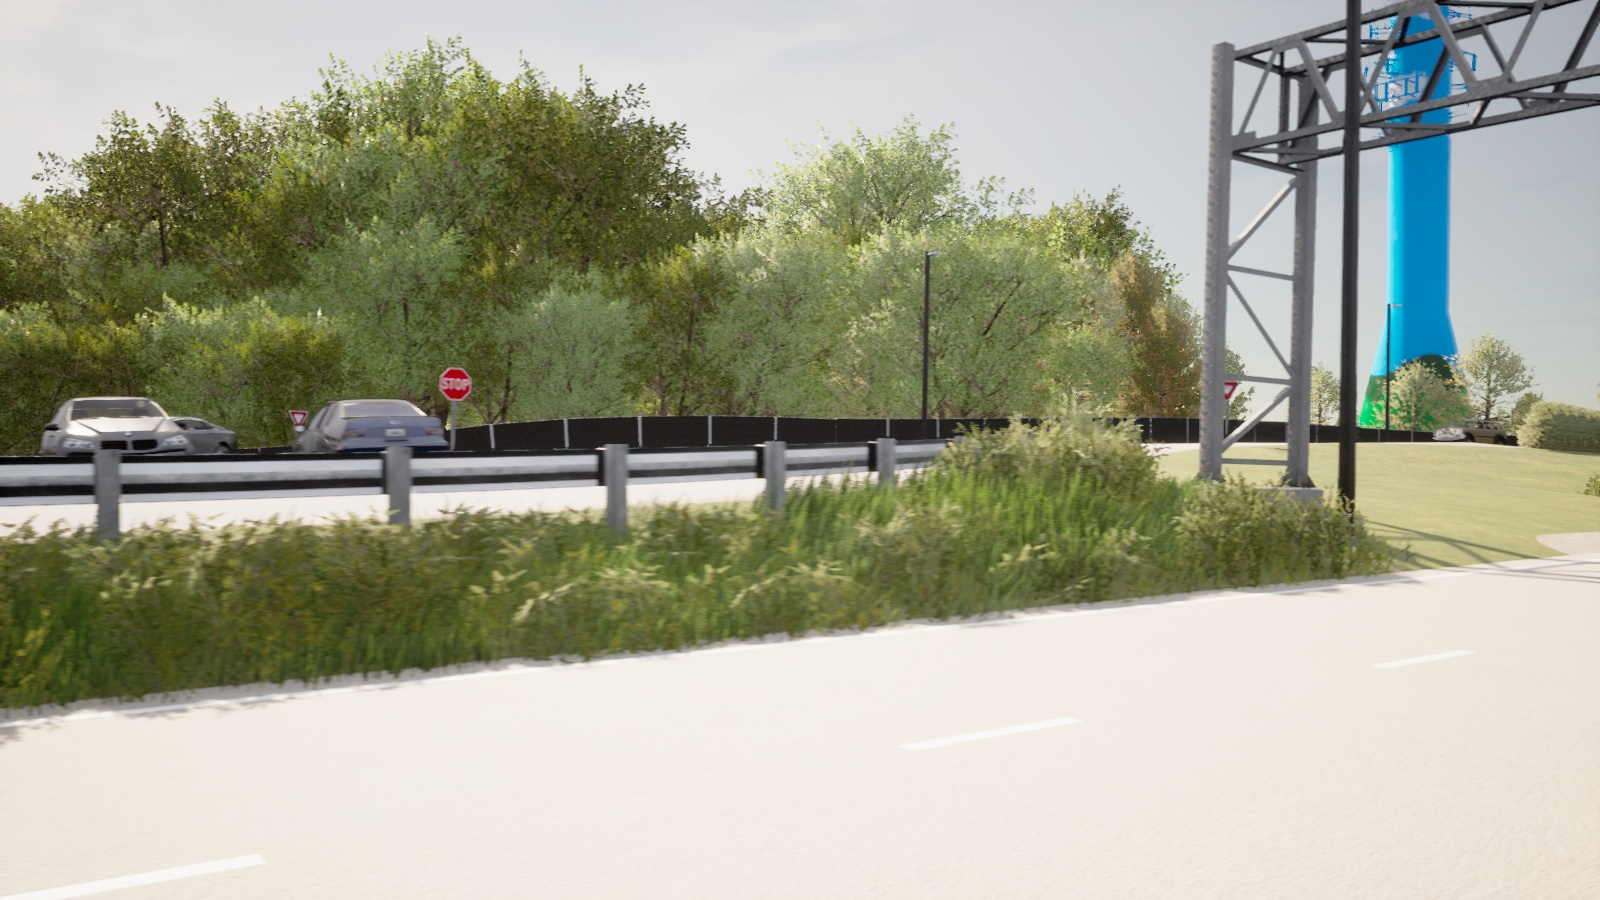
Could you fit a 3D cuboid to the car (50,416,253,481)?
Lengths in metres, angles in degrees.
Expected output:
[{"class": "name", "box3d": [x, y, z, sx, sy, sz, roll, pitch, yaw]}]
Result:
[{"class": "car", "box3d": [-17.129, -0.104, 33.498, 2.128, 1.511, 4.902, -2, 1, 12]}]

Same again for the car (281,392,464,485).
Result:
[{"class": "car", "box3d": [-7.710, -0.171, 22.241, 2.033, 1.411, 5.357, -2, 0, -30]}]

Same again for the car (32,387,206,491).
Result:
[{"class": "car", "box3d": [-12.632, -0.187, 23.128, 2.242, 1.667, 4.611, -3, 1, -35]}]

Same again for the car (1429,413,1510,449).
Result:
[{"class": "car", "box3d": [40.174, -1.117, 75.310, 4.605, 1.855, 1.932, 2, -2, -26]}]
